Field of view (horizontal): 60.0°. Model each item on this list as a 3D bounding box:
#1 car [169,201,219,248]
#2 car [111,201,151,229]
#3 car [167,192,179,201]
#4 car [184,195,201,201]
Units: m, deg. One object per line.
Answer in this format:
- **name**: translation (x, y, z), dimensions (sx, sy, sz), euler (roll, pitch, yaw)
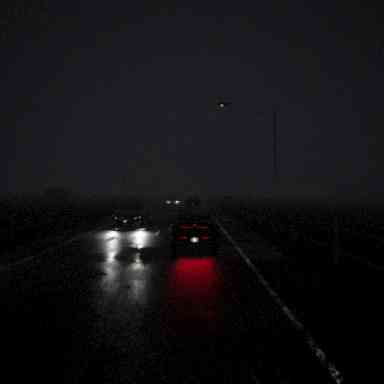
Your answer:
- **car**: translation (0.091, 1.376, 14.075), dimensions (1.837, 1.490, 4.892), euler (0, 1, 0)
- **car**: translation (-3.609, 1.316, 20.338), dimensions (1.837, 1.490, 4.892), euler (0, 1, 0)
- **car**: translation (-3.544, 0.825, 63.569), dimensions (2.097, 1.767, 4.553), euler (0, 1, 0)
- **car**: translation (0.071, 1.119, 40.680), dimensions (2.128, 1.511, 4.902), euler (0, 1, 0)
